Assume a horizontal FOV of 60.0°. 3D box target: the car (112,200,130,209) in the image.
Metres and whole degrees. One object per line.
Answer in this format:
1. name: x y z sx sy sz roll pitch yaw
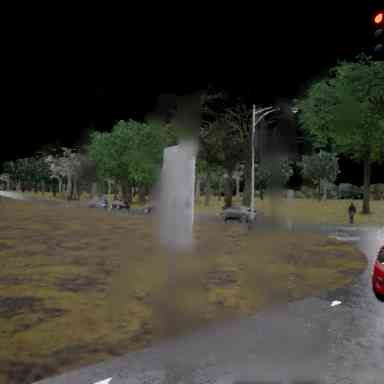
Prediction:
1. car: -12.298 2.187 56.728 1.837 1.490 4.892 3 -2 -36

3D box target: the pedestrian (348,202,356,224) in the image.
1. pedestrian: 13.334 1.717 27.800 0.375 1.860 0.375 2 -1 -36

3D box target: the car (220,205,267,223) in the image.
1. car: 4.188 1.804 27.491 1.994 1.385 4.181 3 -2 -35

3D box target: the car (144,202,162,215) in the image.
1. car: -3.824 1.891 38.624 2.128 1.511 4.902 3 -2 -36

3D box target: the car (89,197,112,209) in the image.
1. car: -15.656 2.048 55.222 2.128 1.511 4.902 3 -2 -36

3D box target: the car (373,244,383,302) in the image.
1. car: 5.880 1.226 7.397 2.150 2.045 5.566 1 1 43

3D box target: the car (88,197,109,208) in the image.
1. car: -18.387 1.962 65.208 2.150 2.045 5.566 3 -2 -36
